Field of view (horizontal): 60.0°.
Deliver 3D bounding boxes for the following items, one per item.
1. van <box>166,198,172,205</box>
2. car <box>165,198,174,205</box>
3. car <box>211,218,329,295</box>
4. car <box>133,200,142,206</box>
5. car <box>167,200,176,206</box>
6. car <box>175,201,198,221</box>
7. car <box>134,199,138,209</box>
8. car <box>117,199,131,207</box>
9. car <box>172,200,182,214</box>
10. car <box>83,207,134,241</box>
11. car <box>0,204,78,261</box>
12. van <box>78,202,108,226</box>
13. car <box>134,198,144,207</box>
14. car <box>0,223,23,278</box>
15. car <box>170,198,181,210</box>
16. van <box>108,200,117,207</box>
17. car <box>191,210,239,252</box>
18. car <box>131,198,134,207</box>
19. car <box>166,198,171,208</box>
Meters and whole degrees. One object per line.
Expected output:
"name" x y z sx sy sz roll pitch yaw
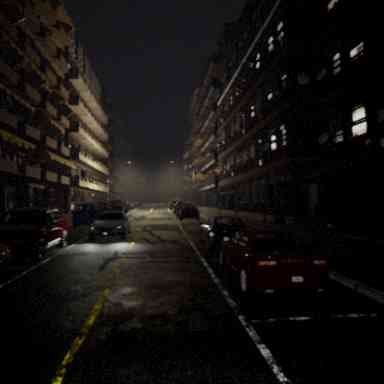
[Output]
"van" -6.283 2.503 91.305 1.690 1.788 3.998 0 -1 -6
"car" -5.742 2.391 85.801 2.192 1.841 5.009 0 -1 -6
"car" 1.851 1.598 8.741 1.887 1.381 4.507 0 -1 -6
"car" -13.017 2.661 79.580 1.887 1.381 4.507 0 -1 -6
"car" -4.663 2.490 74.788 1.802 1.307 4.206 0 -1 -6
"car" -0.309 1.856 30.758 1.887 1.381 4.507 0 -1 -6
"car" -10.857 2.363 57.567 1.947 1.339 4.313 0 -1 -6
"car" -9.235 1.892 41.058 2.192 1.841 5.009 1 -1 -6
"car" -0.849 1.925 36.261 1.887 1.381 4.507 0 -1 -6
"car" -4.474 1.781 18.585 1.812 1.442 4.674 -1 -1 -6
"car" -6.534 1.556 13.541 2.192 1.841 5.009 1 -1 -6
"van" -7.614 1.710 24.546 1.690 1.788 3.998 1 -1 -6
"car" -12.475 2.348 74.079 2.192 1.841 5.009 0 -1 -6
"car" -5.979 1.702 7.864 1.752 1.417 4.829 1 -1 -6
"car" -1.381 1.891 41.768 1.967 1.590 4.097 0 -1 -6
"van" -8.155 1.778 30.051 1.690 1.788 3.998 1 -1 -6
"car" 1.311 1.666 14.246 2.008 1.369 4.403 0 -1 -6
"car" -9.775 1.964 46.561 2.192 1.841 5.009 1 -1 -6
"car" -2.502 1.912 52.774 2.192 1.841 5.009 0 -1 -6
